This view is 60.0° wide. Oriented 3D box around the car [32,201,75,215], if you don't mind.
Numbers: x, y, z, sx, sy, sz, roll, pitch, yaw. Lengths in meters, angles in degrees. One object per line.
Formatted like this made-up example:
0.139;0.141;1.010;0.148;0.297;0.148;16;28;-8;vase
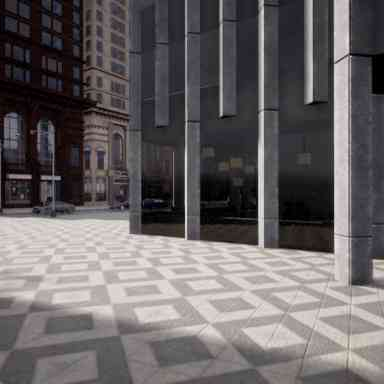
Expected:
-14.589;1.631;35.167;1.994;1.385;4.181;0;0;36;car

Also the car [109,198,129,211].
-8.632;1.601;43.496;1.837;1.490;4.892;0;0;36;car
